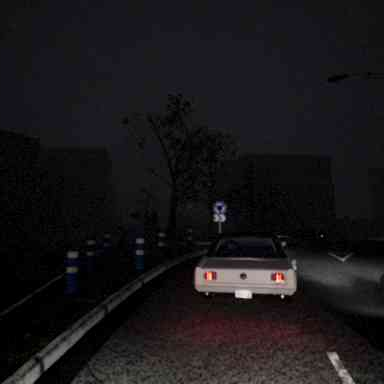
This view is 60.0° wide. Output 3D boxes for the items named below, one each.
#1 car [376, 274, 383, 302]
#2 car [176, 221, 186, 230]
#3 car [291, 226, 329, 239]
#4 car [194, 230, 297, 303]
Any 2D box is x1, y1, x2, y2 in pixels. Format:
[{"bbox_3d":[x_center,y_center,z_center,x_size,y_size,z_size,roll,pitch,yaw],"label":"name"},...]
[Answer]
[{"bbox_3d":[3.766,1.560,3.287,1.895,1.301,4.718,-1,1,5],"label":"car"},{"bbox_3d":[-2.158,6.030,59.861,1.812,1.442,4.674,1,0,-11],"label":"car"},{"bbox_3d":[11.836,4.225,34.699,1.895,1.301,4.718,3,-7,-23],"label":"car"},{"bbox_3d":[1.379,1.617,8.227,1.895,1.301,4.718,-1,-2,11],"label":"car"}]
